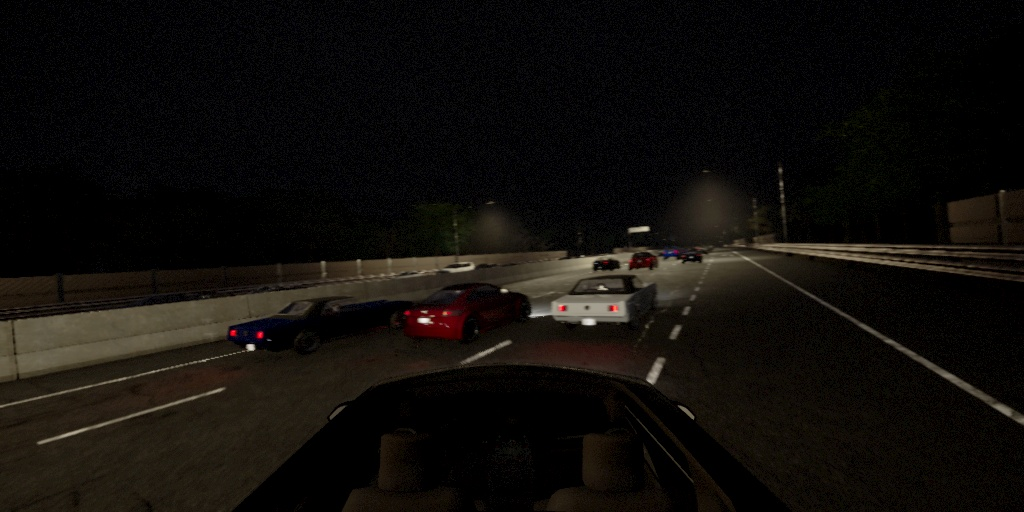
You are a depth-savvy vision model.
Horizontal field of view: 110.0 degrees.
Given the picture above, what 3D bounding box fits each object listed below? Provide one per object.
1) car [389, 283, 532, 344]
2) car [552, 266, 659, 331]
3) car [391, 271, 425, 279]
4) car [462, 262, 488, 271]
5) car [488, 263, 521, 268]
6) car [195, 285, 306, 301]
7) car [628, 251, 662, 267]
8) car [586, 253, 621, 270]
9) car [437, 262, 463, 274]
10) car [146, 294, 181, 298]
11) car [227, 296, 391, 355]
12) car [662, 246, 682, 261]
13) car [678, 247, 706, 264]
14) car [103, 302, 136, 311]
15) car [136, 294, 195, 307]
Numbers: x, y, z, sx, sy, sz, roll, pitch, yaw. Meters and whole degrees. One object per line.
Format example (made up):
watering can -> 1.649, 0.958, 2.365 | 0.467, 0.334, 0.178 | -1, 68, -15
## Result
car -> -1.115, 1.468, 10.403 | 1.994, 1.385, 4.181 | -5, -1, 30
car -> 2.915, 1.194, 10.376 | 1.895, 1.301, 4.718 | -5, -1, 30
car -> -11.826, 2.500, 40.760 | 1.812, 1.442, 4.674 | -5, -1, 31
car -> -3.207, 1.672, 41.702 | 2.097, 1.767, 4.553 | -5, -1, 31
car -> -0.233, 1.583, 39.850 | 1.837, 1.490, 4.892 | -5, -1, 31
car -> -12.664, 2.350, 18.523 | 2.128, 1.511, 4.902 | -5, -1, 30
car -> 12.378, 0.409, 33.698 | 2.097, 1.767, 4.553 | -5, -1, 30
car -> 9.408, 0.793, 35.516 | 2.128, 1.511, 4.902 | -5, -1, 30
car -> -6.619, 1.814, 42.795 | 2.150, 2.045, 5.566 | -5, -1, 31
car -> -18.835, 2.924, 21.790 | 1.994, 1.385, 4.181 | -5, -1, 30
car -> -5.118, 1.814, 10.461 | 1.895, 1.301, 4.718 | -5, -1, 30
car -> 24.397, -0.450, 54.570 | 2.150, 2.045, 5.566 | -5, -1, 30
car -> 20.421, 0.068, 40.618 | 1.994, 1.385, 4.181 | -5, -1, 30
car -> -22.323, 3.184, 22.744 | 2.033, 1.411, 5.357 | -5, -1, 30
car -> -16.309, 2.746, 19.189 | 1.895, 1.301, 4.718 | -5, -1, 30
